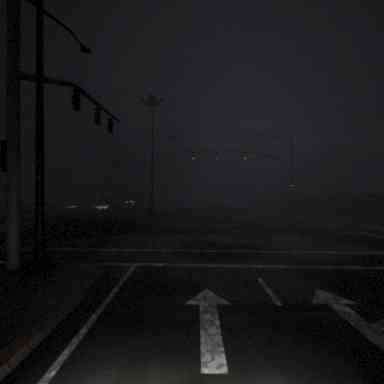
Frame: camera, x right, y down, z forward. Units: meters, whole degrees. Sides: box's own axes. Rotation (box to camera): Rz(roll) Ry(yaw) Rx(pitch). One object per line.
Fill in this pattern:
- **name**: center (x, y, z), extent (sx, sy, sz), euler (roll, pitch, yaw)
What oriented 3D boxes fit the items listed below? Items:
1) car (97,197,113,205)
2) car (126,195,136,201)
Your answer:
- **car**: center (-15.043, 1.554, 57.815), extent (2.128, 1.511, 4.902), euler (0, 1, 0)
- **car**: center (-14.916, 1.546, 81.282), extent (1.812, 1.442, 4.674), euler (0, 0, 0)
